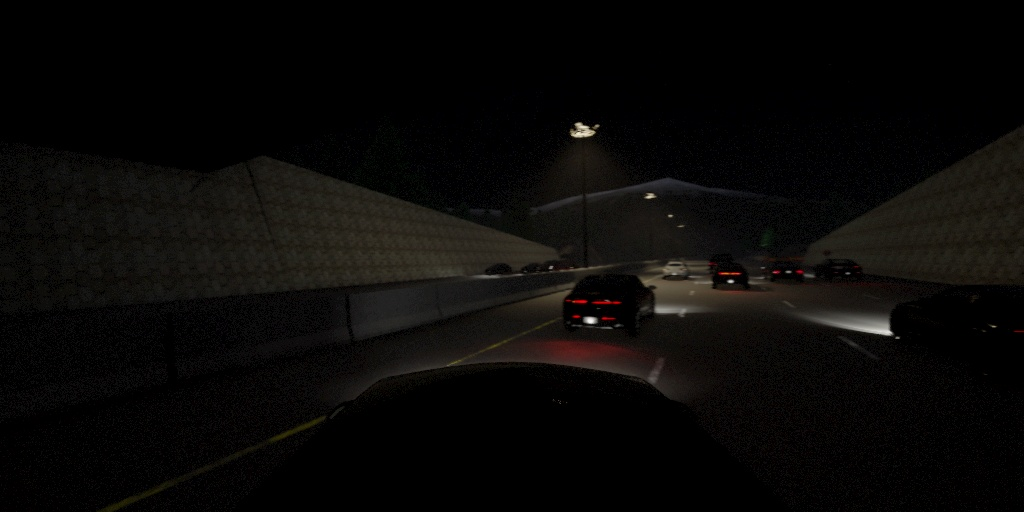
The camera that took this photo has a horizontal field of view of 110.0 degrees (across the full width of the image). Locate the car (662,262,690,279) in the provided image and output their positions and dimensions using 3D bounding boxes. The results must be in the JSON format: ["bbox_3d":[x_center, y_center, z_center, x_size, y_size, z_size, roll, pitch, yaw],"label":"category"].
[{"bbox_3d":[14.123,1.208,30.796,1.812,1.442,4.674,-1,-1,29],"label":"car"}]

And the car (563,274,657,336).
[{"bbox_3d":[3.016,1.261,10.608,1.837,1.490,4.892,-1,0,29],"label":"car"}]

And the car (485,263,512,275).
[{"bbox_3d":[-1.648,1.651,46.036,1.812,1.442,4.674,-1,-1,29],"label":"car"}]

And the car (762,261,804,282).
[{"bbox_3d":[19.264,1.084,25.623,2.033,1.411,5.357,-1,-1,29],"label":"car"}]

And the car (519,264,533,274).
[{"bbox_3d":[2.938,1.586,47.066,2.033,1.411,5.357,-1,-1,29],"label":"car"}]

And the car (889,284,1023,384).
[{"bbox_3d":[8.561,1.171,6.165,1.994,1.385,4.181,-1,-1,29],"label":"car"}]

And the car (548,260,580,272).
[{"bbox_3d":[5.797,1.434,37.815,1.812,1.442,4.674,-1,-1,29],"label":"car"}]

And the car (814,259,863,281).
[{"bbox_3d":[23.391,0.945,25.868,2.128,1.511,4.902,-1,-1,29],"label":"car"}]

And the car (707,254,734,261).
[{"bbox_3d":[20.974,0.804,36.005,2.150,2.045,5.566,-1,0,29],"label":"car"}]

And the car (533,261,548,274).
[{"bbox_3d":[4.719,1.322,43.091,2.097,1.767,4.553,-1,0,29],"label":"car"}]

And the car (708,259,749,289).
[{"bbox_3d":[13.302,1.138,22.046,1.837,1.490,4.892,-1,0,29],"label":"car"}]
